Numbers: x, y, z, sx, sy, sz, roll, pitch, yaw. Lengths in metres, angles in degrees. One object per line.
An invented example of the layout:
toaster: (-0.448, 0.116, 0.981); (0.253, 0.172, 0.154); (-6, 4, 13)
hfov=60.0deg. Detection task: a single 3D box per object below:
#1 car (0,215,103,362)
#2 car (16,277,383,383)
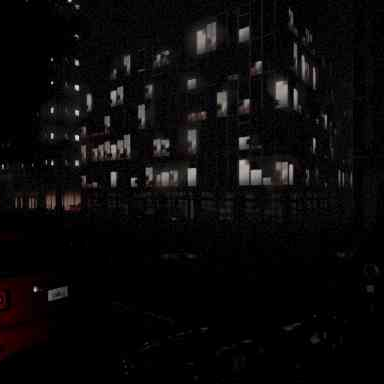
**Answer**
car: (-3.569, 1.315, 5.428); (5.009, 1.841, 2.192); (0, 0, 36)
car: (0.925, 1.566, 2.218); (4.313, 1.339, 1.947); (0, 0, 36)
